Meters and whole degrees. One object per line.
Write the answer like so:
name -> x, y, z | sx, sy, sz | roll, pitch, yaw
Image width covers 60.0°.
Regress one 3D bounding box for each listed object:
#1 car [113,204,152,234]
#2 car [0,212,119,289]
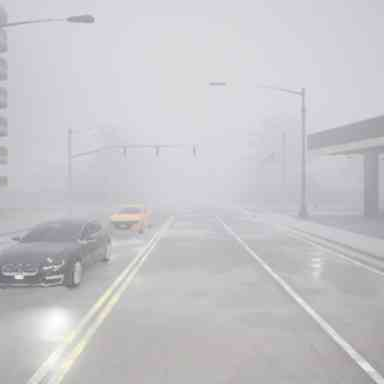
car -> -3.562, 1.513, 19.796 | 1.882, 1.535, 5.008 | 0, 0, 0
car -> -3.594, 1.522, 9.348 | 1.837, 1.490, 4.892 | 0, 0, 0
